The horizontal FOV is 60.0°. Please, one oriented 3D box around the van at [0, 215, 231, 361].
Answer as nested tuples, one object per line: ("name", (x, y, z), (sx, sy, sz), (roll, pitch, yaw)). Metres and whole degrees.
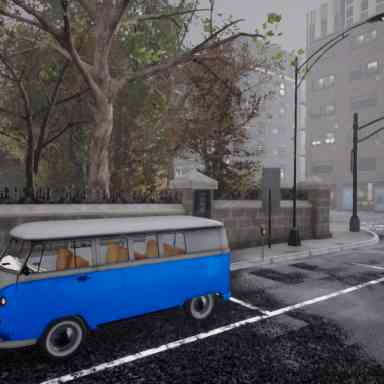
("van", (-1.188, 1.342, 5.642), (3.998, 1.788, 1.690), (0, 1, -35))
